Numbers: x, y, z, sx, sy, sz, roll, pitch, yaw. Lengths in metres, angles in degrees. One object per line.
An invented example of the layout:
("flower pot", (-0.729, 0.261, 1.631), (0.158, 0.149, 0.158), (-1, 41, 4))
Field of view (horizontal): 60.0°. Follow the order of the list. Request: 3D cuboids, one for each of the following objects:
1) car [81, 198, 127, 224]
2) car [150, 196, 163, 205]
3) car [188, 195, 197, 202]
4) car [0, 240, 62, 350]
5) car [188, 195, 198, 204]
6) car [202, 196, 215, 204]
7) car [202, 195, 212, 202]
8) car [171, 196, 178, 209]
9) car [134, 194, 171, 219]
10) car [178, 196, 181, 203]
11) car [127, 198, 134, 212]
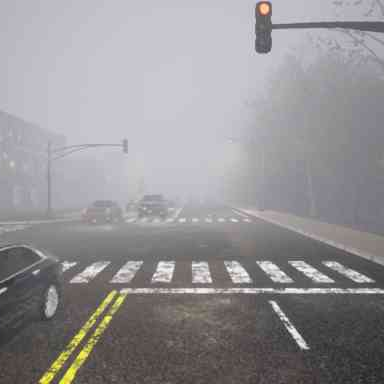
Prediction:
("car", (-6.570, 1.345, 24.711), (2.097, 1.767, 4.553), (0, 0, 0))
("car", (-6.489, 1.454, 61.327), (1.882, 1.535, 5.008), (0, 0, 0))
("car", (0.094, 1.494, 74.636), (2.128, 1.511, 4.902), (0, 0, 0))
("car", (-3.345, 1.504, 4.392), (1.837, 1.490, 4.892), (0, 0, 0))
("car", (0.175, 1.576, 64.870), (1.895, 1.301, 4.718), (0, 0, 0))
("car", (3.429, 1.576, 64.693), (1.895, 1.301, 4.718), (0, 0, 0))
("car", (3.341, 1.510, 74.711), (2.033, 1.411, 5.357), (0, 0, 0))
("car", (-3.293, 1.548, 45.482), (1.994, 1.385, 4.181), (0, 0, 0))
("car", (-3.316, 1.213, 28.969), (2.150, 2.045, 5.566), (0, 0, 0))
("car", (-3.174, 1.538, 67.975), (1.994, 1.385, 4.181), (0, 0, 0))
("car", (-6.553, 1.478, 39.196), (2.128, 1.511, 4.902), (0, 0, 0))
